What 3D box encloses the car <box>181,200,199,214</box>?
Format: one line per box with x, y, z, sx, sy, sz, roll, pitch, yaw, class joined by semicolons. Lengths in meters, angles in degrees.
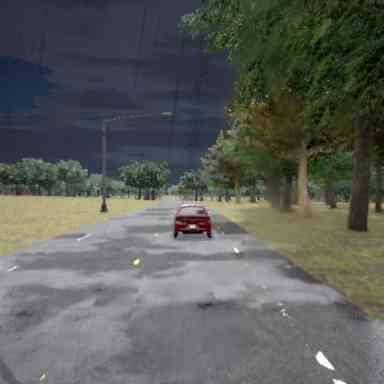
-0.242;1.626;37.044;1.895;1.301;4.718;0;0;-1;car

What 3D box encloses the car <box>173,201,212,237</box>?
0.012;1.470;18.032;1.882;1.535;5.008;0;0;0;car
